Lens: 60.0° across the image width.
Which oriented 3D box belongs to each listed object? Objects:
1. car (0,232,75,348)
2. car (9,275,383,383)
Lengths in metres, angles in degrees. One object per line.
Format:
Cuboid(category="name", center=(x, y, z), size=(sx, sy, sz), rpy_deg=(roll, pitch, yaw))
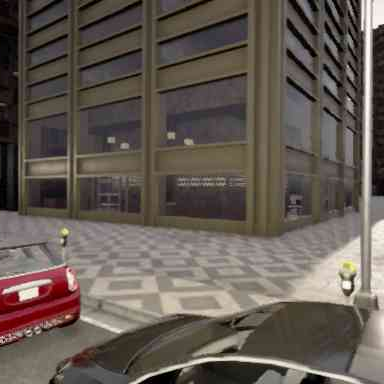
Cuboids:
Cuboid(category="car", center=(-3.805, 1.405, 5.672), size=(4.097, 1.590, 1.967), rpy_deg=(0, 0, 35))
Cuboid(category="car", center=(0.756, 1.562, 2.421), size=(4.313, 1.339, 1.947), rpy_deg=(0, 0, 35))
